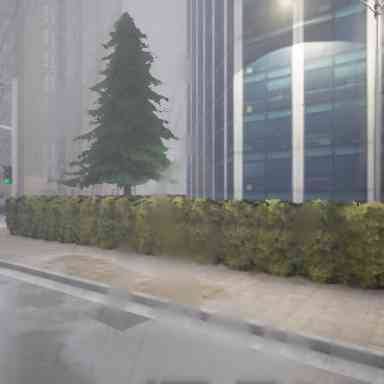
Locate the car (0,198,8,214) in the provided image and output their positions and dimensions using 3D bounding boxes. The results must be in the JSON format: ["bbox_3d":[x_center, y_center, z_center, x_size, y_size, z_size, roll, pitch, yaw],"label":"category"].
[{"bbox_3d":[-18.824,1.352,32.054,2.097,1.767,4.553,0,0,36],"label":"car"}]
